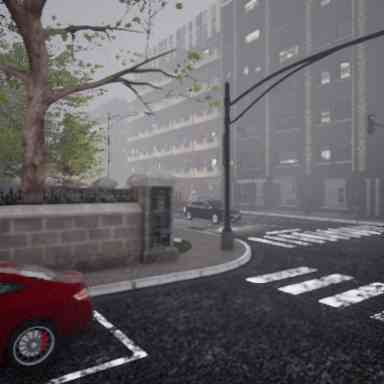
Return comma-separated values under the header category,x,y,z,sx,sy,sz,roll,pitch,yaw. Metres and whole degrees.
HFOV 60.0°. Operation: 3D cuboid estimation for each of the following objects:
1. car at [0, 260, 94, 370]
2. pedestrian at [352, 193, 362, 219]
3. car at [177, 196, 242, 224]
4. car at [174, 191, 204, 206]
category,x,y,z,sx,sy,sz,roll,pitch,yaw
car,-3.383,1.580,4.150,4.206,1.307,1.802,0,0,-36
pedestrian,11.593,0.982,23.458,0.375,1.860,0.375,1,-1,-36
car,1.316,1.267,22.715,1.837,1.490,4.892,0,1,-36
car,0.324,1.019,33.897,1.967,1.590,4.097,1,0,-36
